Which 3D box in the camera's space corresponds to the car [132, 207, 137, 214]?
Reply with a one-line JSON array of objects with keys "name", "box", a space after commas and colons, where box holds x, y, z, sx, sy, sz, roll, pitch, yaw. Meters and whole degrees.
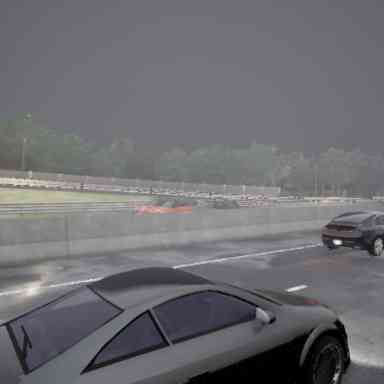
[{"name": "car", "box": [-2.723, 1.362, 27.837, 4.553, 1.767, 2.097, 0, 0, -35]}]

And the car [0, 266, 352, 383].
[{"name": "car", "box": [-0.125, 1.565, 3.656, 4.181, 1.385, 1.994, 0, 0, -35]}]

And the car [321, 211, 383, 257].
[{"name": "car", "box": [7.083, 1.514, 13.092, 4.892, 1.490, 1.837, 0, 0, -35]}]

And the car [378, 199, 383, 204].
[{"name": "car", "box": [30.659, 1.629, 51.572, 4.674, 1.442, 1.812, 0, 0, -35]}]

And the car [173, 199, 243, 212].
[{"name": "car", "box": [1.381, 1.362, 22.166, 4.553, 1.767, 2.097, 0, 0, -35]}]

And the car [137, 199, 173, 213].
[{"name": "car", "box": [-1.335, 1.361, 24.529, 4.553, 1.767, 2.097, 0, 0, -35]}]
